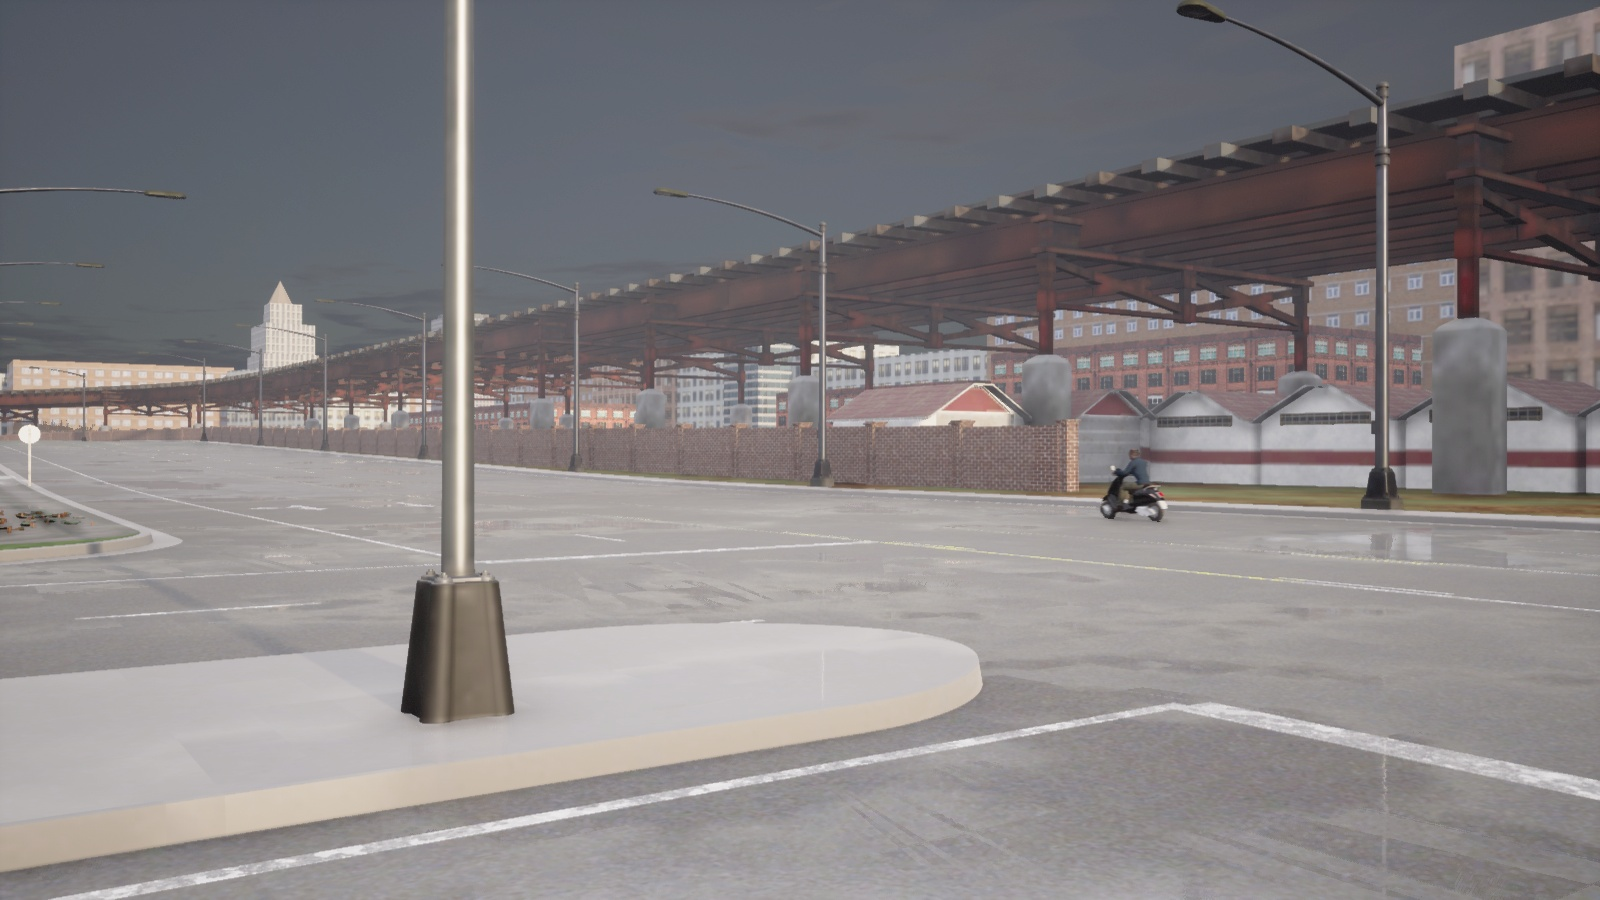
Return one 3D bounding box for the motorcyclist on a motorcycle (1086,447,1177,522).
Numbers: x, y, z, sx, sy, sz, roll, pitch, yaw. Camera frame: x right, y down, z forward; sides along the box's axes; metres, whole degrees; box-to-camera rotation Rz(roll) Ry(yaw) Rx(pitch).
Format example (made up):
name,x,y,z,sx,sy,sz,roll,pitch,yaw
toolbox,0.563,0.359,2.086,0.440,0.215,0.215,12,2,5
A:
name,x,y,z,sx,sy,sz,roll,pitch,yaw
motorcyclist on a motorcycle,7.293,0.743,27.721,0.866,1.590,1.817,0,0,-35
